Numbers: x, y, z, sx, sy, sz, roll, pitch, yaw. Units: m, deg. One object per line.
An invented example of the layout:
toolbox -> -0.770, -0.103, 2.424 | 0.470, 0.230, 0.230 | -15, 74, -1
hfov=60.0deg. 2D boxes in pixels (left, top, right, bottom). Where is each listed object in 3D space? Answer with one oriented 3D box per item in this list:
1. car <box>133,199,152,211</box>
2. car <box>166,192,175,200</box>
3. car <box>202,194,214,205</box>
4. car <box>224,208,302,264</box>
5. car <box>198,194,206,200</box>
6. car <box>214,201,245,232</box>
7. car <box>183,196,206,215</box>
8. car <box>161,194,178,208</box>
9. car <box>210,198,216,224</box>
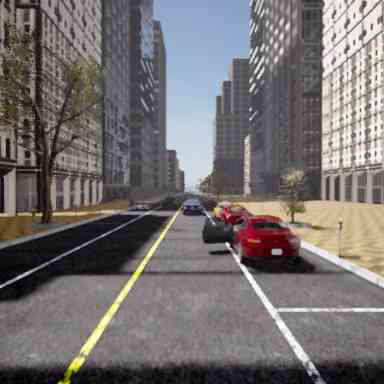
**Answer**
car -> -5.680, 1.448, 38.473 | 2.008, 1.369, 4.403 | -1, 0, 0
car -> -5.660, 1.060, 89.244 | 2.192, 1.841, 5.009 | -1, 0, 0
car -> 2.705, 1.410, 49.765 | 1.887, 1.381, 4.507 | -1, 0, 0
car -> 2.357, 1.496, 11.528 | 1.812, 1.442, 4.674 | 0, 0, 0
car -> 2.724, 1.296, 89.264 | 2.008, 1.369, 4.403 | -1, 0, 0
car -> 2.692, 1.488, 21.551 | 1.887, 1.381, 4.507 | -1, 0, 0
car -> 0.043, 1.460, 32.930 | 2.033, 1.411, 5.357 | 0, 0, 1
car -> -3.017, 1.354, 45.875 | 1.882, 1.535, 5.008 | 0, 0, 1
car -> 2.695, 1.453, 27.364 | 1.752, 1.417, 4.829 | -1, 0, 0
